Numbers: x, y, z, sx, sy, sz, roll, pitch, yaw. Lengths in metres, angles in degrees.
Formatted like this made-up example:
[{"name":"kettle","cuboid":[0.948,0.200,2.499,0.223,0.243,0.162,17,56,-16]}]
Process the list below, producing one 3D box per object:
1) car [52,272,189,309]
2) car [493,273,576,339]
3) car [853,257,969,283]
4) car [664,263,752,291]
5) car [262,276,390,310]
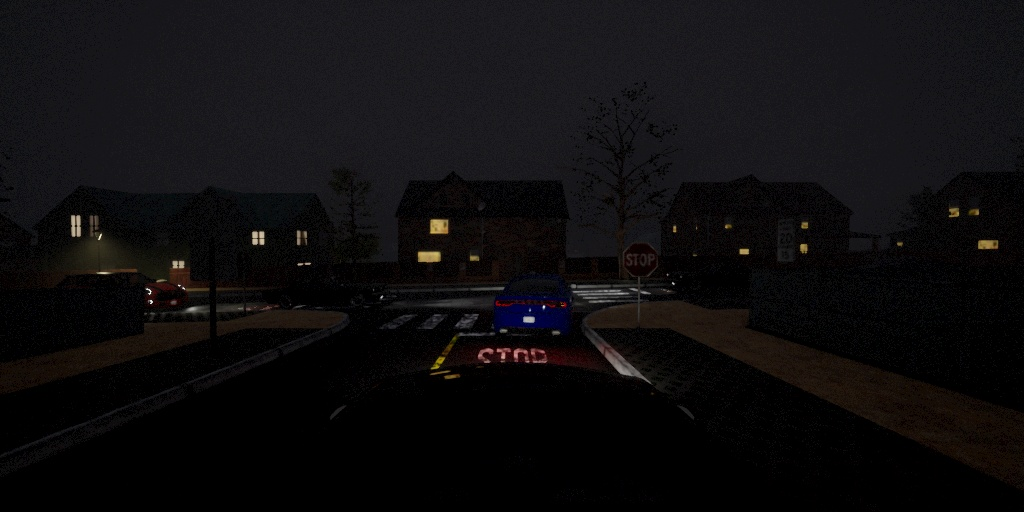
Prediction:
[{"name":"car","cuboid":[-16.796,1.472,15.402,4.553,1.767,2.097,-1,1,0]},{"name":"car","cuboid":[0.788,1.226,10.198,1.882,1.535,5.008,0,0,10]},{"name":"car","cuboid":[20.060,0.753,18.365,5.357,1.411,2.033,-1,1,0]},{"name":"car","cuboid":[10.414,1.034,18.331,4.718,1.301,1.895,-1,1,-1]},{"name":"car","cuboid":[-7.808,1.506,15.408,4.718,1.301,1.895,-1,1,0]}]
